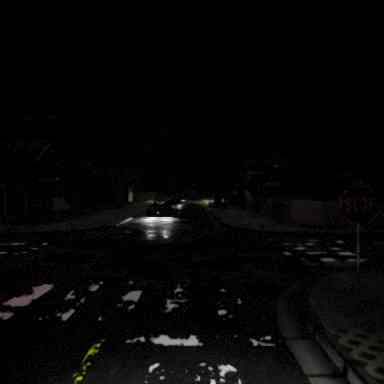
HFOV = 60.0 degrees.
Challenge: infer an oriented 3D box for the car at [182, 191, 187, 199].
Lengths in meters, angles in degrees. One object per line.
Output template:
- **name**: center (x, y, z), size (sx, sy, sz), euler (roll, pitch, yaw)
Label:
- **car**: center (-2.657, 0.967, 76.576), size (1.882, 1.535, 5.008), euler (0, 0, 0)

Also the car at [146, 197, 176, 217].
- **car**: center (-2.706, 1.430, 28.541), size (1.994, 1.385, 4.181), euler (0, 1, 0)

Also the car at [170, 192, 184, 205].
- **car**: center (-2.667, 1.231, 51.675), size (1.837, 1.490, 4.892), euler (0, 1, 0)
